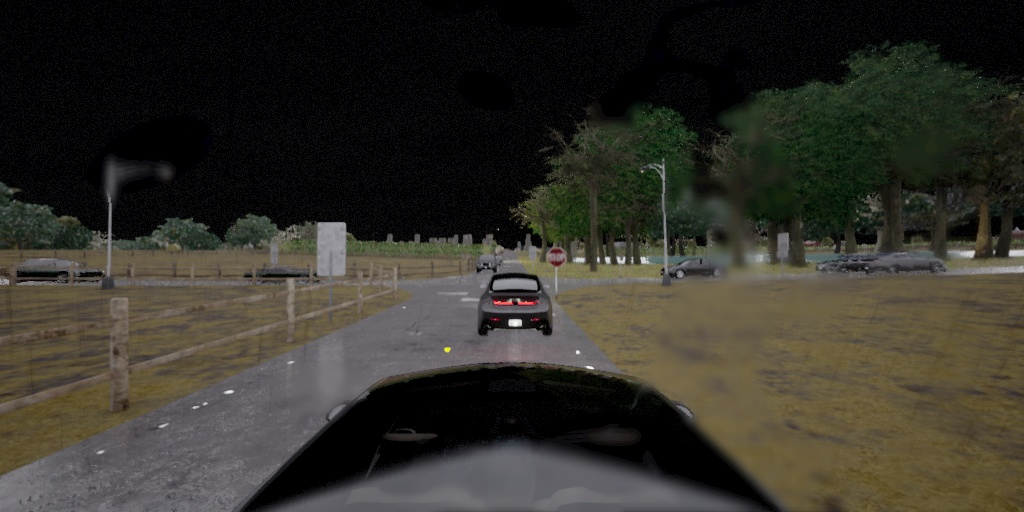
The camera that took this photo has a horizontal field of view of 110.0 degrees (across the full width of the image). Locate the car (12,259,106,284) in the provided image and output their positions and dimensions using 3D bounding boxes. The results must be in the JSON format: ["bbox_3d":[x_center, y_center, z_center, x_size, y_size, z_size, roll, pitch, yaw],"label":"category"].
[{"bbox_3d":[-31.005,0.997,24.664,4.553,1.767,2.097,1,-1,0],"label":"car"}]

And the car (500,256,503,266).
[{"bbox_3d":[-2.784,0.923,58.581,2.128,1.511,4.902,0,1,0],"label":"car"}]

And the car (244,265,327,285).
[{"bbox_3d":[-15.464,1.290,24.735,4.718,1.301,1.895,0,-1,-2],"label":"car"}]

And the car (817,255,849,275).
[{"bbox_3d":[26.420,0.615,27.759,4.902,1.511,2.128,-2,-1,0],"label":"car"}]

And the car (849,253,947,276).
[{"bbox_3d":[26.966,0.549,24.818,4.902,1.511,2.128,-2,-1,0],"label":"car"}]

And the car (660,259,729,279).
[{"bbox_3d":[14.041,0.964,27.723,4.892,1.490,1.837,-1,-1,0],"label":"car"}]

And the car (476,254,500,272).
[{"bbox_3d":[-2.809,0.823,40.729,2.150,2.045,5.566,0,1,-1],"label":"car"}]

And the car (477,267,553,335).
[{"bbox_3d":[0.085,1.234,10.403,1.837,1.490,4.892,0,0,0],"label":"car"}]
